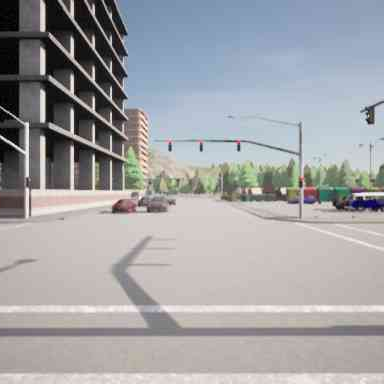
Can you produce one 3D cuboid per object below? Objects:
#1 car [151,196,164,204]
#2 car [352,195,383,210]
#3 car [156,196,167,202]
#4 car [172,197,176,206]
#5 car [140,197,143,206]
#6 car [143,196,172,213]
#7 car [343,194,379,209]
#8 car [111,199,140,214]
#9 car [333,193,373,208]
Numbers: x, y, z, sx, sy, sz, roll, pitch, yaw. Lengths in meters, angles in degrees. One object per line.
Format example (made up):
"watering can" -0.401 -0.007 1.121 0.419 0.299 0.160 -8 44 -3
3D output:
"car" -6.932 1.562 68.028 2.033 1.411 5.357 0 0 1
"car" 25.247 1.461 46.758 3.806 1.475 1.970 0 0 1
"car" -6.873 1.555 76.516 2.033 1.411 5.357 0 0 0
"car" -3.593 1.575 53.760 1.994 1.385 4.181 0 0 0
"car" -7.027 1.516 50.481 1.837 1.490 4.892 0 0 0
"car" -3.705 1.361 36.496 2.097 1.767 4.553 0 0 0
"car" 25.285 1.430 49.652 3.905 1.438 1.784 0 0 1
"car" -7.212 1.485 35.532 1.882 1.535 5.008 0 0 1
"car" 25.269 1.220 52.336 4.605 1.855 1.932 0 0 1
